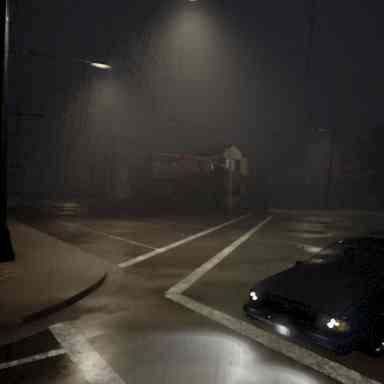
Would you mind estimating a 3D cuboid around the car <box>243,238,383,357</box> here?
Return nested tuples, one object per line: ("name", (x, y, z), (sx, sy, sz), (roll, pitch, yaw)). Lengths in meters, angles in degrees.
("car", (3.476, 1.631, 6.344), (5.357, 1.411, 2.033), (1, 0, -35))
